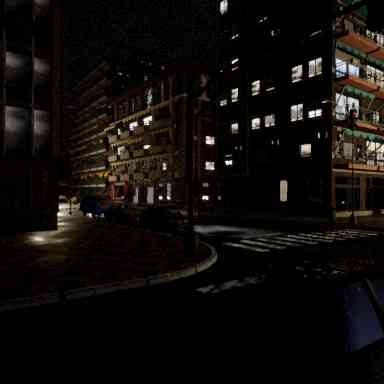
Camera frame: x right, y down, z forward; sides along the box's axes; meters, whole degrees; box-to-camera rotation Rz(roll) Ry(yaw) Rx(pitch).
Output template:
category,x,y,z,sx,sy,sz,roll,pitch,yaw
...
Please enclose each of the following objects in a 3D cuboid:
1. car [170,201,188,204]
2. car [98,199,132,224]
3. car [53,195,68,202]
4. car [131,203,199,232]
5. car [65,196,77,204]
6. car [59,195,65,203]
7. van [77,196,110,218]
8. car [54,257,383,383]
category,x,y,z,sx,sy,sz,roll,pitch,yaw
car,-1.509,1.549,23.961,1.895,1.301,4.718,0,0,-36
car,-4.920,1.458,24.272,1.752,1.417,4.829,0,0,-36
car,-27.954,1.360,70.697,1.967,1.590,4.097,0,0,-36
car,-1.716,1.525,19.811,1.802,1.307,4.206,0,0,-36
car,-21.445,1.447,61.636,1.752,1.417,4.829,0,0,-36
car,-24.402,1.456,61.292,2.033,1.411,5.357,0,0,-35
van,-8.323,1.265,29.010,1.690,1.788,3.998,0,0,-36
car,1.314,1.546,3.768,5.357,1.411,2.033,0,0,-34
